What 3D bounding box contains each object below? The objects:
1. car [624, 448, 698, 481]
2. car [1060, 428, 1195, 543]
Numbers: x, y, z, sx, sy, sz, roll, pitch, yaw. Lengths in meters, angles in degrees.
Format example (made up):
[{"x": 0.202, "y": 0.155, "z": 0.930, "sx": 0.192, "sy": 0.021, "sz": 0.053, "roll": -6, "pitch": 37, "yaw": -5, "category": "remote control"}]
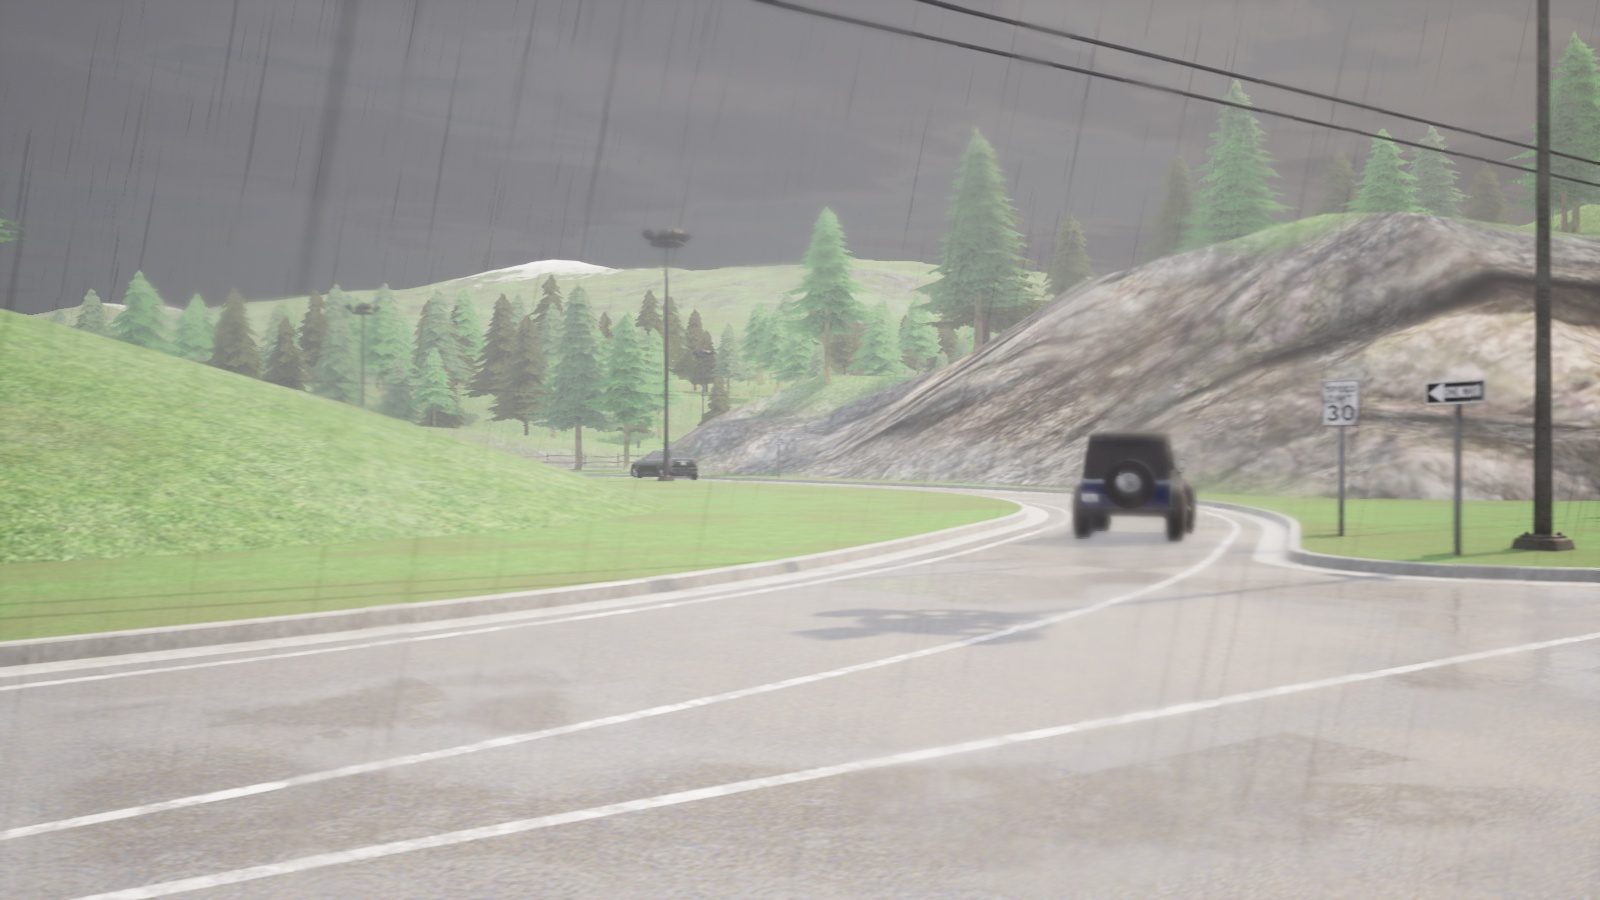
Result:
[{"x": -7.686, "y": 0.790, "z": 69.151, "sx": 2.097, "sy": 1.767, "sz": 4.553, "roll": 0, "pitch": 0, "yaw": -36, "category": "car"}, {"x": 6.000, "y": 0.584, "z": 22.738, "sx": 1.905, "sy": 1.878, "sz": 3.866, "roll": 0, "pitch": 0, "yaw": 22, "category": "car"}]
